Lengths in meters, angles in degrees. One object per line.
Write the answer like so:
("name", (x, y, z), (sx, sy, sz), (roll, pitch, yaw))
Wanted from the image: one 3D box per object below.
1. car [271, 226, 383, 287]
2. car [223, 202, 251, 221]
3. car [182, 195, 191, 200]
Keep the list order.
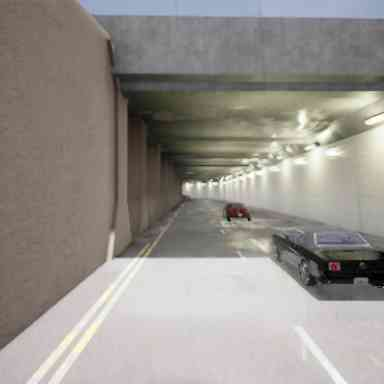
("car", (3.602, 1.610, 9.296), (1.895, 1.301, 4.718), (0, 0, 0))
("car", (3.591, 1.553, 27.095), (1.812, 1.442, 4.674), (0, 0, 0))
("car", (-1.311, 1.619, 92.696), (1.812, 1.442, 4.674), (0, 0, -3))
